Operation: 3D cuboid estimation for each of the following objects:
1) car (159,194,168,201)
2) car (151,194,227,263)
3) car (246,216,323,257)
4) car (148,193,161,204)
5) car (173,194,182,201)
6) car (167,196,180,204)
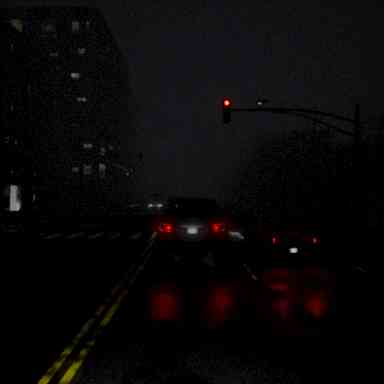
[{"bbox_3d":[-6.503,1.249,76.019,1.812,1.442,4.674,0,0,0],"label":"car"},{"bbox_3d":[-0.041,1.200,12.056,2.150,2.045,5.566,0,0,-1],"label":"car"},{"bbox_3d":[3.287,1.581,12.912,1.895,1.301,4.718,0,0,0],"label":"car"},{"bbox_3d":[-6.543,1.149,60.401,2.150,2.045,5.566,0,0,1],"label":"car"},{"bbox_3d":[-3.254,1.203,76.019,1.882,1.535,5.008,0,0,0],"label":"car"},{"bbox_3d":[-3.299,1.492,60.472,1.994,1.385,4.181,0,0,1],"label":"car"}]
